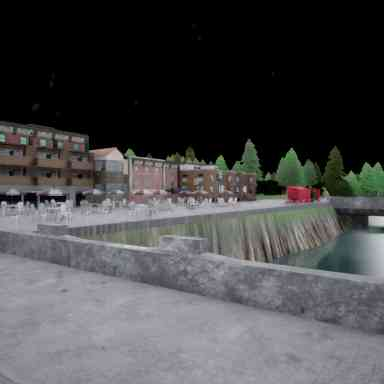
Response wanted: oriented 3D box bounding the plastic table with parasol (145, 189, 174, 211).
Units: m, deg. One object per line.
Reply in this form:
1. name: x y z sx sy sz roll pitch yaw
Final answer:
1. plastic table with parasol: -3.888 0.925 39.812 2.482 2.480 2.482 0 0 35
